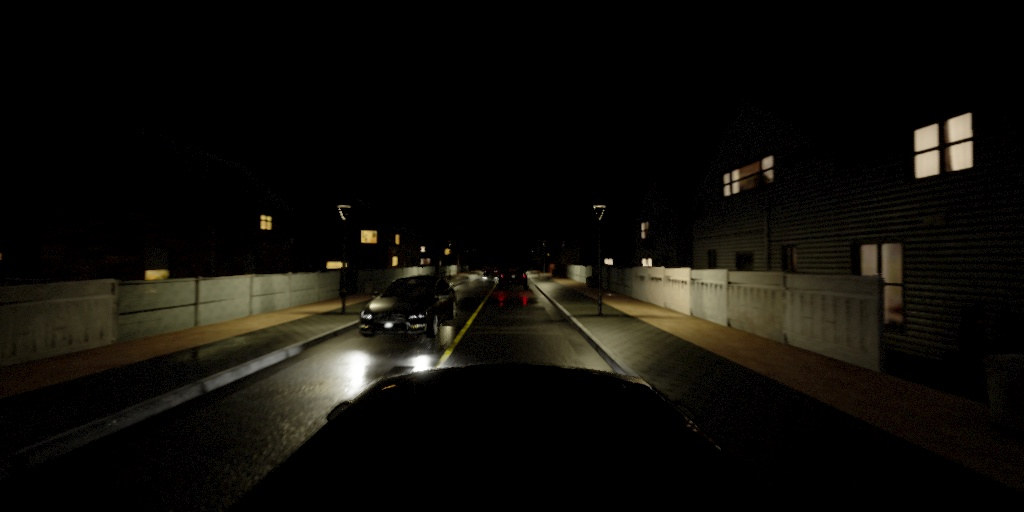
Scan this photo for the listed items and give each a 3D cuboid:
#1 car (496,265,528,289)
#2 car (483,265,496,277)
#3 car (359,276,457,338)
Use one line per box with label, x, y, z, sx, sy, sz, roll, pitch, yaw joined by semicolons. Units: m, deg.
car;0.097;1.503;27.298;2.097;1.767;4.553;0;-1;0
car;-2.834;2.020;48.890;1.882;1.535;5.008;0;-1;0
car;-2.846;1.385;10.745;1.837;1.490;4.892;0;-1;0
